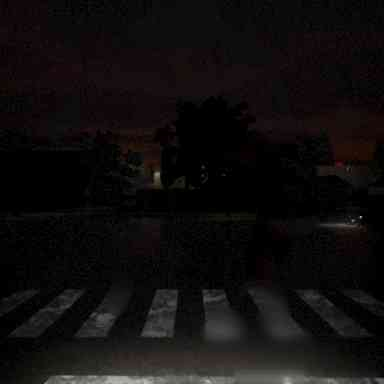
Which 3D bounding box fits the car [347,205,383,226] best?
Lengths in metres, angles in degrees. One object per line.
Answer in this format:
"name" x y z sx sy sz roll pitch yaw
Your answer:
"car" 13.652 1.564 22.902 5.357 1.411 2.033 0 0 -4
